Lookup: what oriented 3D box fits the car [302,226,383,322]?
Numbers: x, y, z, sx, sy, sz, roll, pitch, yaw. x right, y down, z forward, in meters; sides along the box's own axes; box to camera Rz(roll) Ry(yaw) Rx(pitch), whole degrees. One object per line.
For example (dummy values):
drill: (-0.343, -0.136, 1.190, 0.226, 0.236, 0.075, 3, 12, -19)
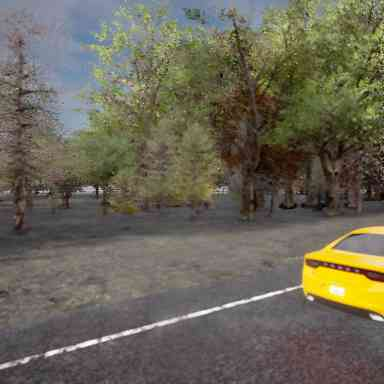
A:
car: (4.387, 1.452, 6.876, 5.008, 1.535, 1.882, 0, 0, -35)
